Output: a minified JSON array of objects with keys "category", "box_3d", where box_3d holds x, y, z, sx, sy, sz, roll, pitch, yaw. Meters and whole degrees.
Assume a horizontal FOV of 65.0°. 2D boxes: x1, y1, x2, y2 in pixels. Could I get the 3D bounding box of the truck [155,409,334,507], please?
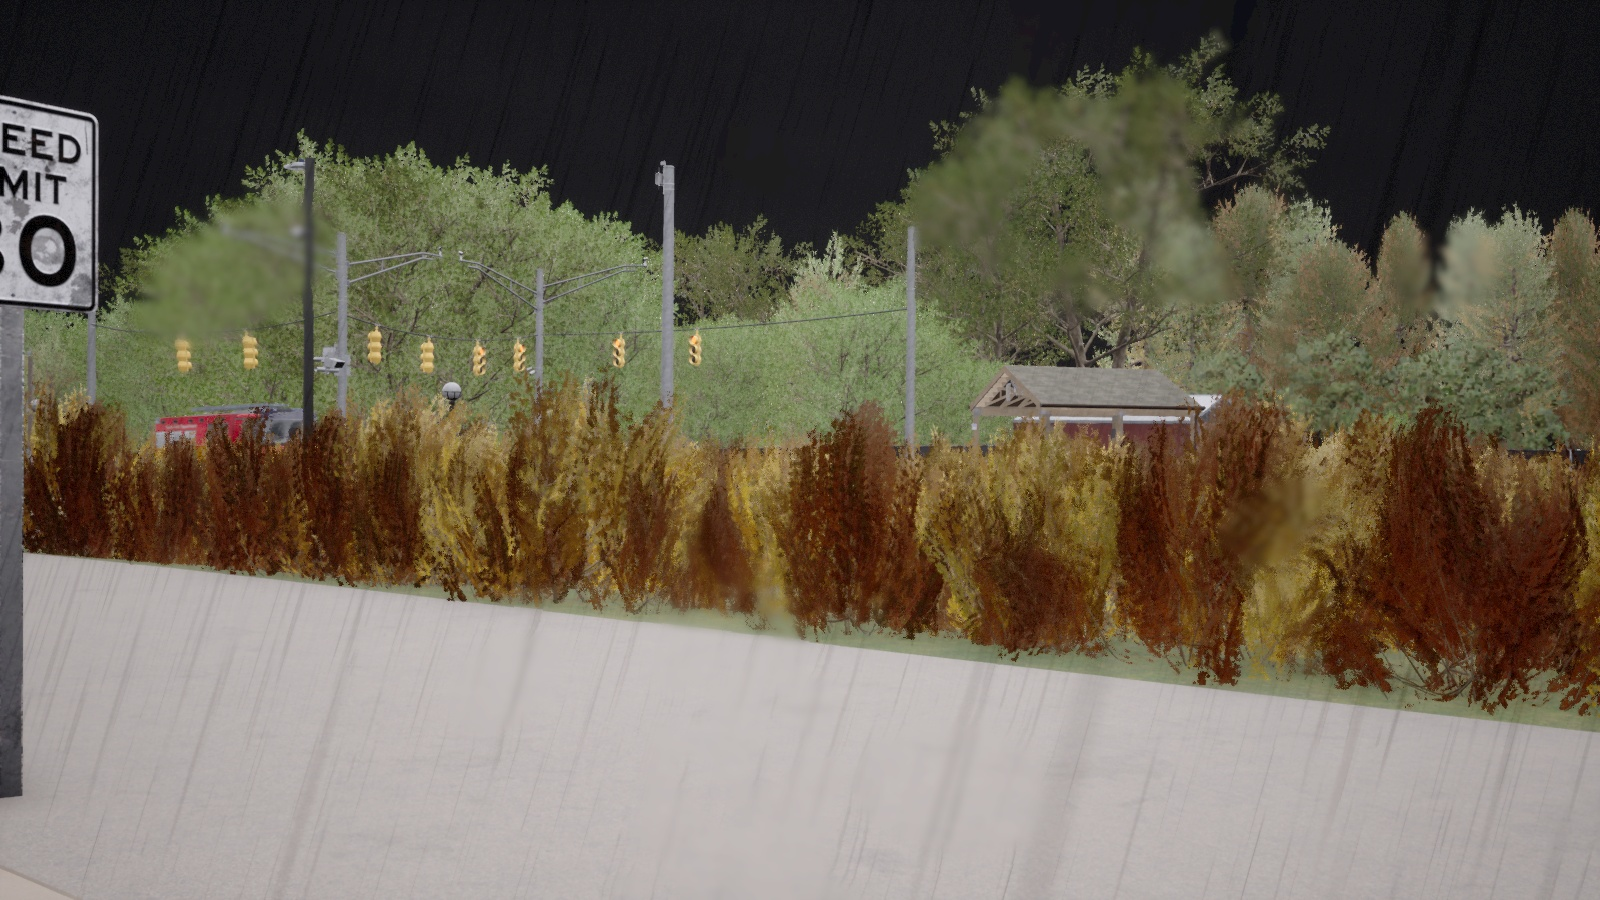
[{"category":"truck","box_3d":[-23.692,0.401,53.377,8.468,3.827,2.891,-2,0,35]}]
